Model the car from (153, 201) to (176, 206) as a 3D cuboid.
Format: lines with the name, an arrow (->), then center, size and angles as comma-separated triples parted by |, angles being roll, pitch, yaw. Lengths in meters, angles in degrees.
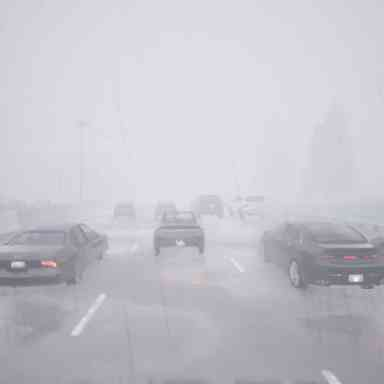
car -> -2.434, 1.539, 30.033 | 2.128, 1.511, 4.902 | 0, 0, -8

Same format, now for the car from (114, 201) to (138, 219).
car -> -5.966, 1.545, 30.016 | 2.128, 1.511, 4.902 | 0, 0, -8

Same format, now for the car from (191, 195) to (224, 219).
car -> 1.239, 1.261, 29.136 | 2.150, 2.045, 5.566 | 0, 0, -8

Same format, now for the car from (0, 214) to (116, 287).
car -> -3.762, 1.568, 9.454 | 2.033, 1.411, 5.357 | 0, 0, -3

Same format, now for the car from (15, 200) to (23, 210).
car -> -21.988, 1.645, 41.347 | 2.033, 1.411, 5.357 | 0, 0, -8

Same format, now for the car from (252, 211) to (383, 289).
car -> 3.225, 1.513, 9.197 | 1.837, 1.490, 4.892 | 0, 0, -3

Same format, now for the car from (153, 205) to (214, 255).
car -> -0.561, 1.512, 13.567 | 2.128, 1.511, 4.902 | 0, 0, -4

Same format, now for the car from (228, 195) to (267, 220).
car -> 4.771, 1.255, 29.133 | 2.150, 2.045, 5.566 | 0, 0, -8

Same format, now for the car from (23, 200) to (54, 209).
car -> -18.334, 1.638, 40.586 | 2.033, 1.411, 5.357 | 0, 0, -8
